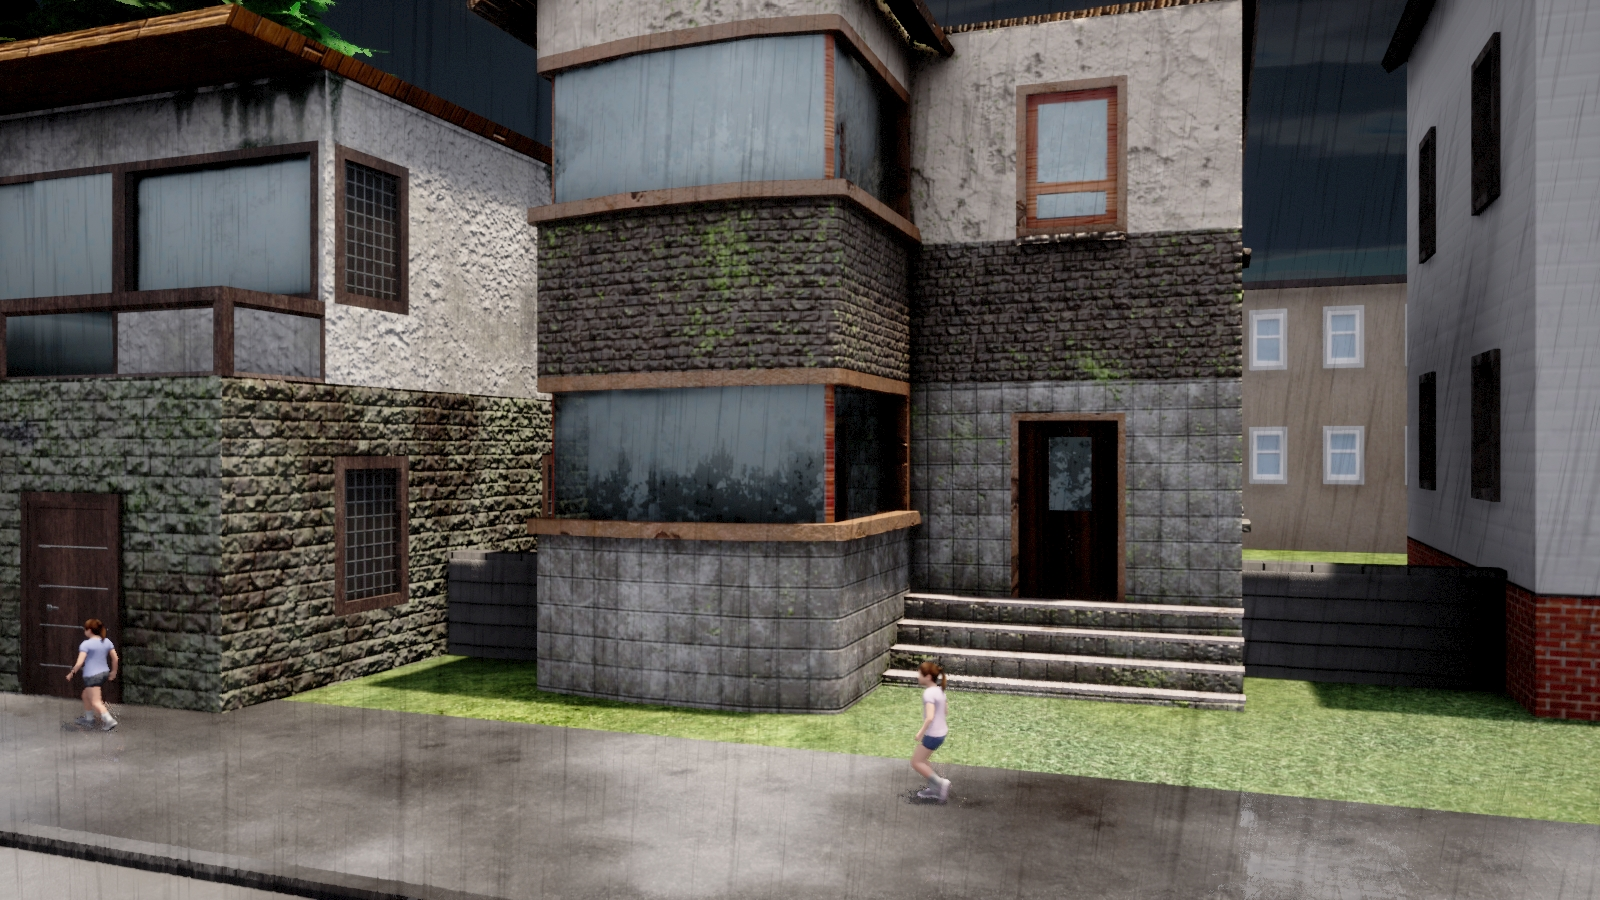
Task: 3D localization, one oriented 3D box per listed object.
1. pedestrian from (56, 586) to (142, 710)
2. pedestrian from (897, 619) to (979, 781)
[{"bbox_3d":[-6.790,1.904,11.078,0.500,1.100,0.500,0,0,15],"label":"pedestrian"},{"bbox_3d":[1.069,1.902,8.808,0.500,1.100,0.500,0,0,24],"label":"pedestrian"}]
